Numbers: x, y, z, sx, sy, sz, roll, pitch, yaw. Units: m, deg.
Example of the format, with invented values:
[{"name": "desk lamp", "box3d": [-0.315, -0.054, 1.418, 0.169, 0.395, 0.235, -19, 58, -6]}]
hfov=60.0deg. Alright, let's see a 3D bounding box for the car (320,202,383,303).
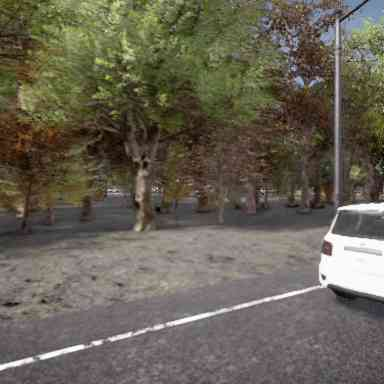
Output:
[{"name": "car", "box3d": [5.126, 1.245, 7.211, 5.566, 2.045, 2.150, 0, 0, -34]}]
